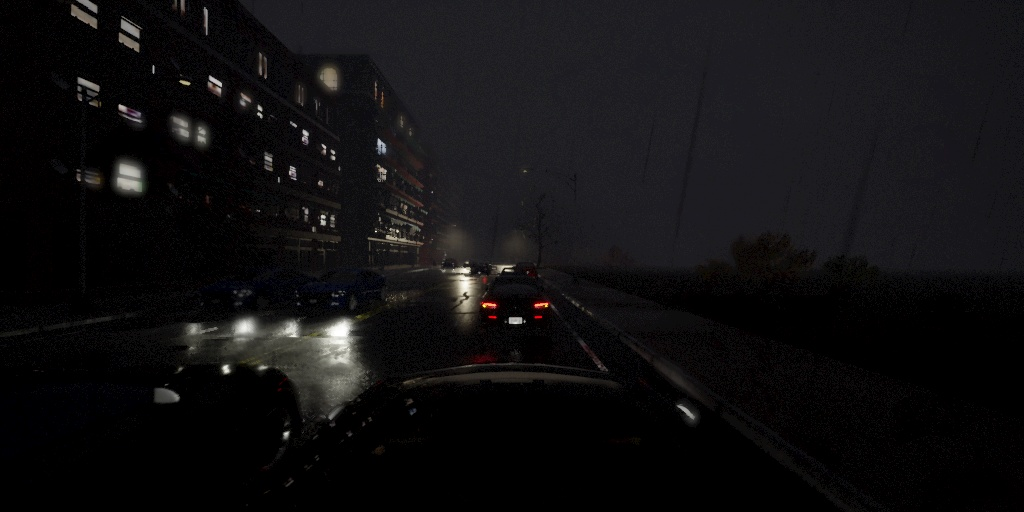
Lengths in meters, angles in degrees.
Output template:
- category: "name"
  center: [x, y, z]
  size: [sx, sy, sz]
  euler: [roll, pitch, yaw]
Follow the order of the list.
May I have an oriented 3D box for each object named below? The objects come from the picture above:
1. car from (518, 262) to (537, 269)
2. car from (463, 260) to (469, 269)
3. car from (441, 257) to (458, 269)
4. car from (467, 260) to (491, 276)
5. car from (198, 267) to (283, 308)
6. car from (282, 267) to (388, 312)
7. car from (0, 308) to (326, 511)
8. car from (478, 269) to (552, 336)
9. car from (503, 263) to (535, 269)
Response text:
- category: "car"
  center: [1.087, 1.233, 30.005]
  size: [1.882, 1.535, 5.008]
  euler: [0, 0, 0]
- category: "car"
  center: [-6.684, 1.319, 57.475]
  size: [1.994, 1.385, 4.181]
  euler: [0, 0, 0]
- category: "car"
  center: [-9.933, 1.107, 57.461]
  size: [2.097, 1.767, 4.553]
  euler: [0, 0, 0]
- category: "car"
  center: [-3.213, 1.356, 37.624]
  size: [1.895, 1.301, 4.718]
  euler: [0, 0, 0]
- category: "car"
  center: [-9.873, 1.230, 14.420]
  size: [1.882, 1.535, 5.008]
  euler: [0, 0, 0]
- category: "car"
  center: [-6.623, 1.230, 14.439]
  size: [1.882, 1.535, 5.008]
  euler: [0, 0, 0]
- category: "car"
  center: [-3.153, 1.314, 2.009]
  size: [1.994, 1.385, 4.181]
  euler: [0, 0, 0]
- category: "car"
  center: [0.077, 1.278, 10.310]
  size: [1.812, 1.442, 4.674]
  euler: [0, 0, 0]
- category: "car"
  center: [0.068, 1.318, 20.478]
  size: [1.994, 1.385, 4.181]
  euler: [0, 0, 0]
